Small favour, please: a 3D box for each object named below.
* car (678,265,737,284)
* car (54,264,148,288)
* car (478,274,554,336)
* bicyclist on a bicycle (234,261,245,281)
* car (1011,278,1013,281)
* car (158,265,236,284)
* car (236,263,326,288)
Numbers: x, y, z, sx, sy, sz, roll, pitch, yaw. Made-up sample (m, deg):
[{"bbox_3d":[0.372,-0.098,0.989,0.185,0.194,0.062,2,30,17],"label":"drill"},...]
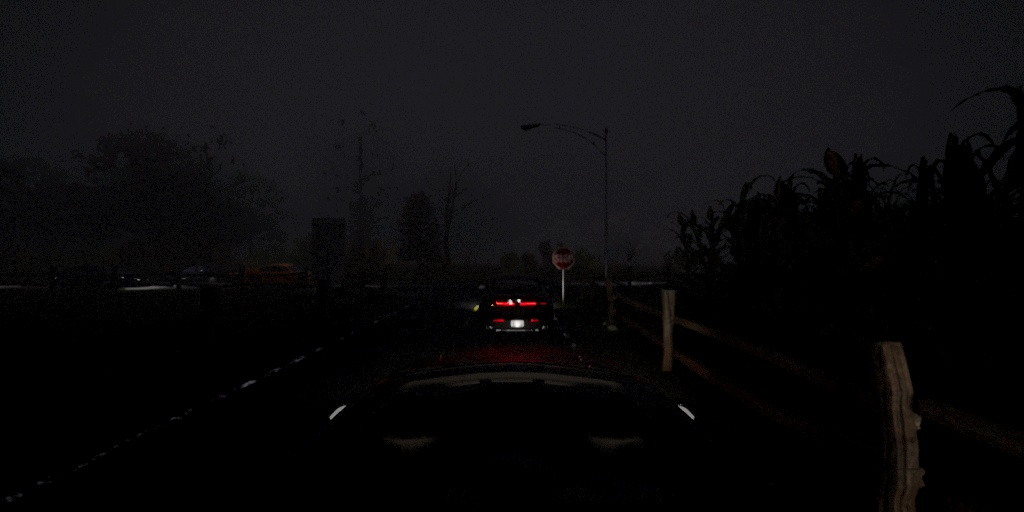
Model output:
[{"bbox_3d":[14.623,1.318,25.905,4.718,1.301,1.895,0,0,1],"label":"car"},{"bbox_3d":[-26.913,1.294,23.555,4.892,1.490,1.837,0,0,1],"label":"car"},{"bbox_3d":[0.069,1.255,10.392,1.837,1.490,4.892,0,0,-1],"label":"car"},{"bbox_3d":[-22.409,1.241,29.462,0.582,1.620,1.656,0,0,1],"label":"bicyclist on a bicycle"},{"bbox_3d":[38.608,1.126,25.549,5.008,1.535,1.882,0,0,1],"label":"car"},{"bbox_3d":[-22.751,1.335,26.474,5.357,1.411,2.033,0,0,0],"label":"car"},{"bbox_3d":[-14.610,1.250,23.290,5.008,1.535,1.882,0,0,3],"label":"car"}]
